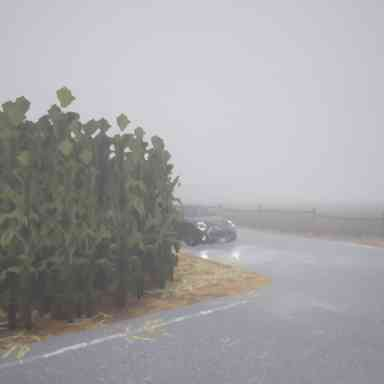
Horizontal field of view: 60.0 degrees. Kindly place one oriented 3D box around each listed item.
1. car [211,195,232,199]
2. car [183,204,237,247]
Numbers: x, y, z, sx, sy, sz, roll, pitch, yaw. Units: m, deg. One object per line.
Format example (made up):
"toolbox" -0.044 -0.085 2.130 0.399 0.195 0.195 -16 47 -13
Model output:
"car" 5.751 1.275 64.373 4.553 1.767 2.097 0 0 -35
"car" -0.057 1.344 15.198 2.097 1.767 4.553 0 0 -35
